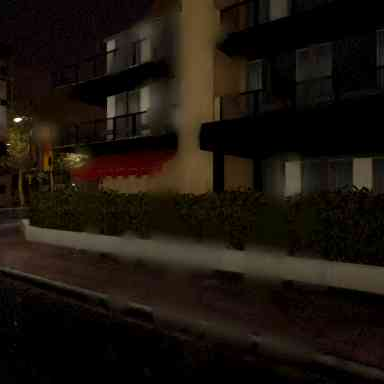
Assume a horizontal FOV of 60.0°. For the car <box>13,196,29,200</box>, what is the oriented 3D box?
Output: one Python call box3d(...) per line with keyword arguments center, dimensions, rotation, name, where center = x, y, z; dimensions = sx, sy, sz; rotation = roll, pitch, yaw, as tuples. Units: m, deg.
box3d(center=(-36.130, 1.481, 67.937), dimensions=(4.892, 1.521, 2.231), rotation=(0, 0, 36), name="car")
